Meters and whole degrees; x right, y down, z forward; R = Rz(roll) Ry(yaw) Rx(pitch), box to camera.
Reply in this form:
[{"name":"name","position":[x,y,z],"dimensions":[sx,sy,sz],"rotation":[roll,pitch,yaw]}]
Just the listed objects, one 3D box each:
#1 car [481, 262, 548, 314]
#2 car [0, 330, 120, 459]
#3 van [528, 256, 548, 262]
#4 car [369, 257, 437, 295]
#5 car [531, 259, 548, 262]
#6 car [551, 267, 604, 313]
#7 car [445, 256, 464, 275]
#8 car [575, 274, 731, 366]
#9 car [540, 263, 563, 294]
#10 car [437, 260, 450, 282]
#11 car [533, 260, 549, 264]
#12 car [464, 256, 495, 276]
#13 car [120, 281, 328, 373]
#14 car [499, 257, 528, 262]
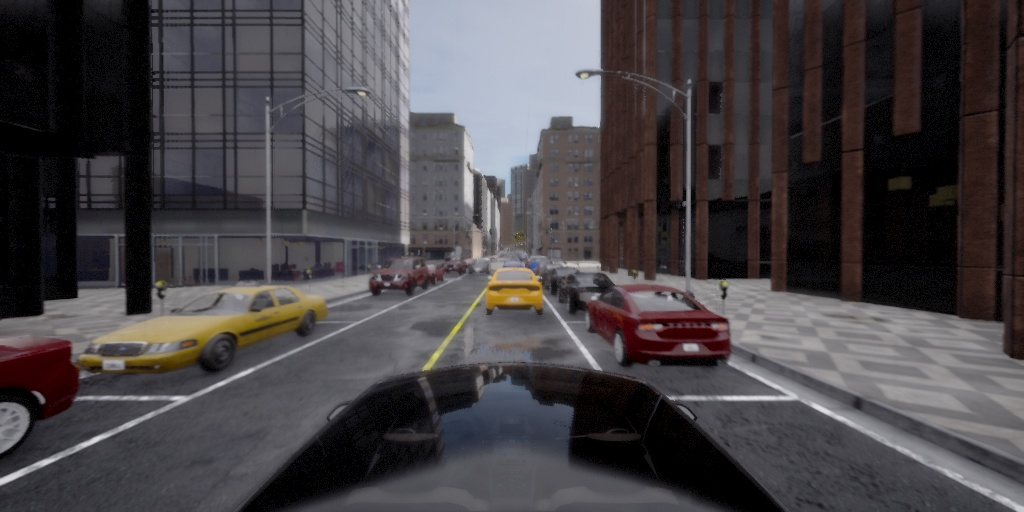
[{"name":"car","position":[0.080,1.170,13.529],"dimensions":[1.882,1.535,5.008],"rotation":[0,0,0]},{"name":"car","position":[-5.763,1.293,2.127],"dimensions":[1.888,1.381,4.507],"rotation":[0,0,0]},{"name":"van","position":[2.767,0.909,35.987],"dimensions":[1.690,1.789,3.998],"rotation":[0,0,0]},{"name":"car","position":[-5.761,0.979,19.059],"dimensions":[2.192,1.841,5.009],"rotation":[0,0,0]},{"name":"car","position":[2.766,1.184,30.343],"dimensions":[1.802,1.307,4.207],"rotation":[0,0,0]},{"name":"car","position":[2.764,1.259,13.409],"dimensions":[1.948,1.339,4.313],"rotation":[0,0,0]},{"name":"car","position":[-5.759,0.883,35.991],"dimensions":[2.192,1.841,5.009],"rotation":[0,0,0]},{"name":"car","position":[2.763,1.266,7.764],"dimensions":[1.888,1.381,4.507],"rotation":[0,0,0]},{"name":"car","position":[2.765,1.230,19.053],"dimensions":[1.948,1.339,4.313],"rotation":[0,0,0]},{"name":"car","position":[-5.760,1.179,24.703],"dimensions":[1.888,1.381,4.507],"rotation":[0,0,0]},{"name":"car","position":[2.765,1.184,24.698],"dimensions":[2.007,1.370,4.403],"rotation":[0,0,0]},{"name":"car","position":[-3.093,1.066,34.964],"dimensions":[2.128,1.511,4.902],"rotation":[0,0,0]},{"name":"car","position":[-5.762,1.247,7.601],"dimensions":[1.751,1.417,4.829],"rotation":[0,0,0]},{"name":"car","position":[0.098,1.078,30.594],"dimensions":[1.882,1.535,5.008],"rotation":[0,0,0]}]
